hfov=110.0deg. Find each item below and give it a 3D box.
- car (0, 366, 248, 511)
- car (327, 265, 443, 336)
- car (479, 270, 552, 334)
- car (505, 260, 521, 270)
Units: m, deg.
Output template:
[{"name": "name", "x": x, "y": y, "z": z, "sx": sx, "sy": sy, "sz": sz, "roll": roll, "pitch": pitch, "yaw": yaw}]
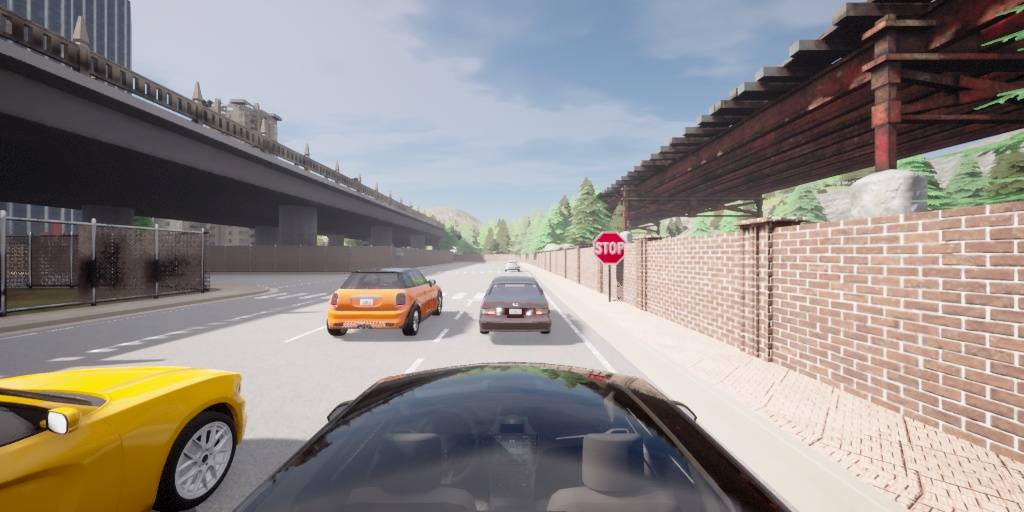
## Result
[{"name": "car", "x": -3.398, "y": 1.228, "z": 1.300, "sx": 1.882, "sy": 1.535, "sz": 5.008, "roll": 0, "pitch": 0, "yaw": 0}, {"name": "car", "x": -3.426, "y": 1.102, "z": 10.557, "sx": 2.097, "sy": 1.767, "sz": 4.553, "roll": 0, "pitch": 0, "yaw": 0}, {"name": "car", "x": 0.075, "y": 1.297, "z": 10.581, "sx": 2.033, "sy": 1.411, "sz": 5.357, "roll": 0, "pitch": 0, "yaw": 0}, {"name": "car", "x": 0.054, "y": 1.276, "z": 46.356, "sx": 1.812, "sy": 1.442, "sz": 4.674, "roll": 0, "pitch": 0, "yaw": -1}]
